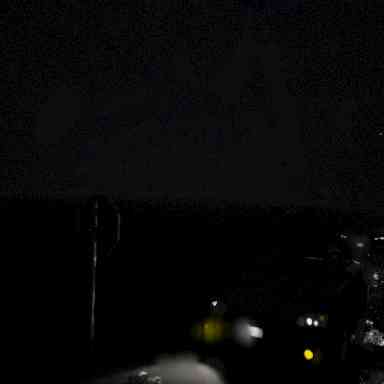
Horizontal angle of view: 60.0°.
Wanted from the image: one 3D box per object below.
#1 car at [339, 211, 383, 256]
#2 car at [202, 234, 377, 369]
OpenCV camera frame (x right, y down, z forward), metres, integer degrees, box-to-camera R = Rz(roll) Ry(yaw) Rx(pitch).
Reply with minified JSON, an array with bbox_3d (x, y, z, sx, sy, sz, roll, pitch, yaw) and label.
[{"bbox_3d":[7.814,1.812,14.790,2.128,1.511,4.902,-2,-2,34],"label":"car"},{"bbox_3d":[1.954,1.713,6.097,1.994,1.385,4.181,-2,-2,35],"label":"car"}]
